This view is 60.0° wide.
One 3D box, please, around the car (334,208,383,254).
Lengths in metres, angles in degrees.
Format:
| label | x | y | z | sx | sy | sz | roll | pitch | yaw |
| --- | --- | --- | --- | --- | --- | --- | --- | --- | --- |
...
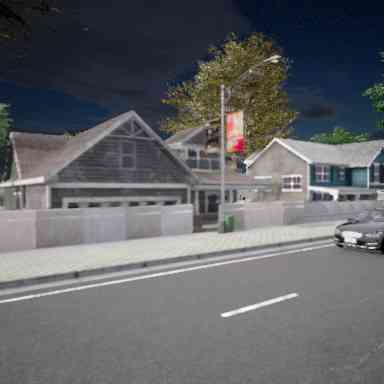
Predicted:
| label | x | y | z | sx | sy | sz | roll | pitch | yaw |
| --- | --- | --- | --- | --- | --- | --- | --- | --- | --- |
| car | 7.524 | 1.413 | 13.029 | 4.902 | 1.511 | 2.128 | 0 | 0 | -35 |
